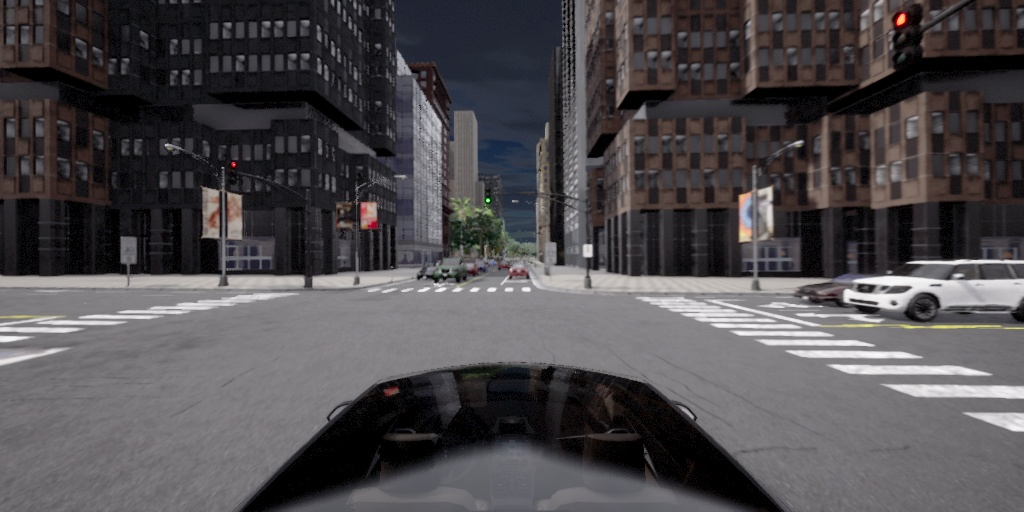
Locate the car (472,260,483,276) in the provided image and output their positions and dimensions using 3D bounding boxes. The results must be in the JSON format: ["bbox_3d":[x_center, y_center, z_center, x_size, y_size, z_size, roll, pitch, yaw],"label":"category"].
[{"bbox_3d":[-4.936,1.515,41.388,1.882,1.535,5.008,-1,0,2],"label":"car"}]

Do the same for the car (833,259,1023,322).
[{"bbox_3d":[15.088,1.130,12.480,5.566,2.045,2.150,0,0,3],"label":"car"}]

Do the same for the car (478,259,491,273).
[{"bbox_3d":[-4.576,1.462,51.140,2.097,1.767,4.553,-1,0,2],"label":"car"}]

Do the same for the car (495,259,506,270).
[{"bbox_3d":[-1.242,1.512,61.136,2.097,1.767,4.553,-1,0,2],"label":"car"}]

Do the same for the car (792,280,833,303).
[{"bbox_3d":[15.621,1.471,15.724,5.357,1.411,2.033,0,0,3],"label":"car"}]

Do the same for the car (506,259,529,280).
[{"bbox_3d":[0.700,1.372,34.341,1.967,1.591,4.097,0,0,2],"label":"car"}]

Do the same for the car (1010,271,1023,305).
[{"bbox_3d":[25.416,1.467,15.423,4.902,1.511,2.128,0,0,2],"label":"car"}]

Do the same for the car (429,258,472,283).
[{"bbox_3d":[-5.261,1.185,31.404,2.150,2.045,5.566,-1,-1,2],"label":"car"}]

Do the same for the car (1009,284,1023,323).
[{"bbox_3d":[12.394,1.361,6.000,4.902,1.511,2.128,0,-1,3],"label":"car"}]

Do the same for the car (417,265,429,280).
[{"bbox_3d":[-7.821,1.576,34.606,1.948,1.339,4.313,0,0,2],"label":"car"}]
